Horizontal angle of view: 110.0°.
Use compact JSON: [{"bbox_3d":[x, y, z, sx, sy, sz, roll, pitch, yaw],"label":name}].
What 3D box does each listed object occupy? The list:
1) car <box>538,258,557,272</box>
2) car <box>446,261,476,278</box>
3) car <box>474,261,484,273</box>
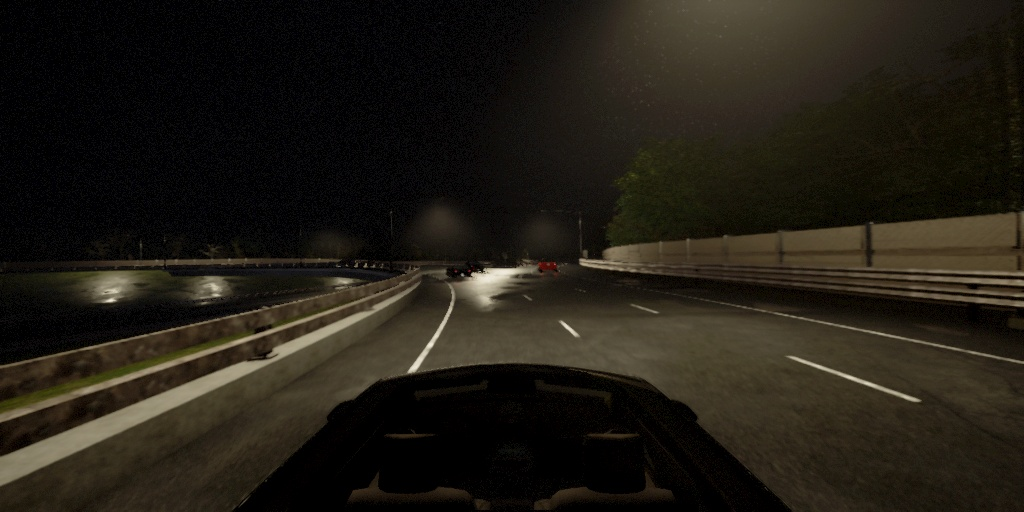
[{"bbox_3d":[4.306,1.014,43.777,2.097,1.767,4.553,-1,0,2],"label":"car"},{"bbox_3d":[-5.240,1.449,34.928,1.895,1.301,4.718,-1,0,-19],"label":"car"},{"bbox_3d":[-4.800,1.343,43.459,1.837,1.490,4.892,-1,0,-22],"label":"car"}]
